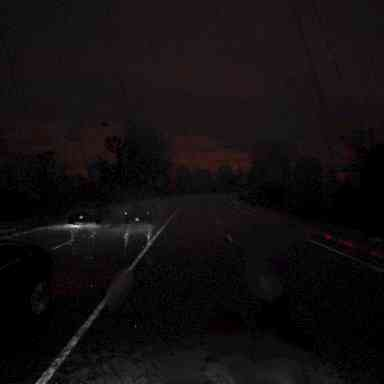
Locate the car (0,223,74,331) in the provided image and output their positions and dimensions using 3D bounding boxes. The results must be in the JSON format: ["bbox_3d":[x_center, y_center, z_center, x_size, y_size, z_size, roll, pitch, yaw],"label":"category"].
[{"bbox_3d":[-3.582,1.458,4.469,2.128,1.511,4.902,0,0,0],"label":"car"}]

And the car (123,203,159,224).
[{"bbox_3d":[-3.476,1.427,23.374,1.895,1.301,4.718,0,0,1],"label":"car"}]

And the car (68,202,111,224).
[{"bbox_3d":[-6.985,1.393,23.010,1.994,1.385,4.181,0,0,1],"label":"car"}]
